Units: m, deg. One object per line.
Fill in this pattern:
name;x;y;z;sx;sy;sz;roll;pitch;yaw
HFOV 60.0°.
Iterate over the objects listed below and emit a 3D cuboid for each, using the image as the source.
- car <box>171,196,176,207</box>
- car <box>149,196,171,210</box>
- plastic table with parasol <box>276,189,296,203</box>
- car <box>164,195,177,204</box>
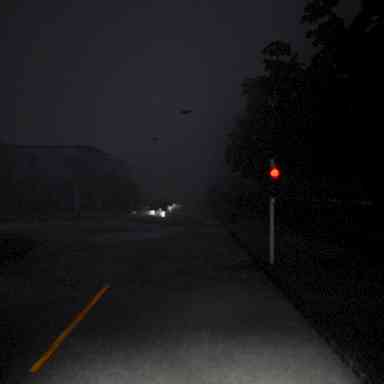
car;-3.974;1.448;51.368;1.837;1.490;4.892;0;0;0
car;-4.046;1.518;41.213;1.994;1.385;4.181;0;0;0
plastic table with parasol;17.878;0.804;63.260;2.482;2.480;2.482;-5;0;-39
car;-3.959;1.423;61.772;2.128;1.511;4.902;0;0;0
